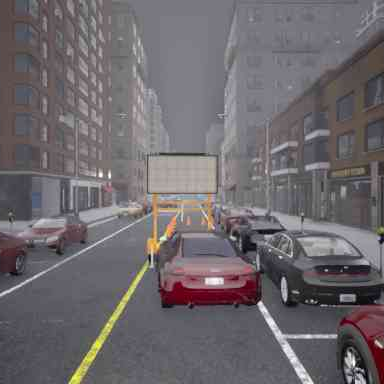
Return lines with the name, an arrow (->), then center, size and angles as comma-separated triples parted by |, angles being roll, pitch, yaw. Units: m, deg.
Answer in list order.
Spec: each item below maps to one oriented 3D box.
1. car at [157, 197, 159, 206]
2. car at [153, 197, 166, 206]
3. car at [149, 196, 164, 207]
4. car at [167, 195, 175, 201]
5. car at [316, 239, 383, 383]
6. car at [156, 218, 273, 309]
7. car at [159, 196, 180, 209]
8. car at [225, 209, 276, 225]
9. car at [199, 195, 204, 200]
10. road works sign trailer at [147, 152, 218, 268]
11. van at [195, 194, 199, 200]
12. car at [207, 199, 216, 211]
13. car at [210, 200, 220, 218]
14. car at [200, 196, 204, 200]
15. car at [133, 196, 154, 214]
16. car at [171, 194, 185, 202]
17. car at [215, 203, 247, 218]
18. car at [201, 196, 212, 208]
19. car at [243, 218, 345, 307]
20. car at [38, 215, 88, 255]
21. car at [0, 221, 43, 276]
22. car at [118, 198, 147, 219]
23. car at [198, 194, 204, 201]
car -> -5.476, 1.604, 40.872 | 1.802, 1.307, 4.206 | 0, 0, 0
car -> -5.511, 1.559, 57.257 | 1.752, 1.417, 4.829 | 0, 0, 0
car -> -5.500, 1.470, 51.910 | 1.967, 1.590, 4.097 | 0, 0, 0
car -> -5.581, 1.606, 90.027 | 2.008, 1.369, 4.403 | 0, 0, 0
car -> 2.632, 1.440, 2.265 | 1.967, 1.590, 4.097 | 0, 0, 0
car -> 0.186, 1.557, 7.930 | 1.994, 1.385, 4.181 | 1, 0, -6
car -> -2.943, 1.588, 43.672 | 1.994, 1.385, 4.181 | 0, 0, 0
car -> 2.608, 1.569, 13.302 | 1.947, 1.339, 4.313 | 0, 0, 0
car -> 2.525, 1.612, 51.934 | 1.802, 1.307, 4.206 | 0, 0, 0
road works sign trailer -> -0.340, 0.467, 11.394 | 2.380, 3.560, 2.880 | 0, 0, -6
van -> 2.444, 1.396, 90.053 | 1.690, 1.788, 3.998 | 0, 0, 0
car -> 2.573, 1.596, 29.859 | 1.802, 1.307, 4.206 | 0, 0, 0
car -> 2.584, 1.561, 24.340 | 2.008, 1.369, 4.403 | 0, 0, 0
car -> 2.537, 1.577, 46.415 | 2.008, 1.369, 4.403 | 0, 0, 0
car -> -5.464, 1.333, 35.354 | 2.192, 1.841, 5.009 | 0, 0, 0
car -> -2.896, 1.588, 67.305 | 2.033, 1.411, 5.357 | 0, 0, 0
car -> 2.596, 1.551, 18.821 | 1.887, 1.381, 4.507 | 0, 0, 0
car -> 2.549, 1.573, 40.897 | 2.008, 1.369, 4.403 | 0, 0, 0
car -> 2.620, 1.551, 7.784 | 2.008, 1.369, 4.403 | 0, 0, 0
car -> -5.417, 1.585, 13.281 | 1.802, 1.307, 4.206 | 0, 0, 0
car -> -5.405, 1.583, 7.763 | 1.802, 1.307, 4.206 | 0, 0, 0
car -> -5.448, 1.539, 29.668 | 1.752, 1.417, 4.829 | 0, 0, 0
car -> 2.514, 1.474, 57.453 | 1.967, 1.590, 4.097 | 0, 0, 0
